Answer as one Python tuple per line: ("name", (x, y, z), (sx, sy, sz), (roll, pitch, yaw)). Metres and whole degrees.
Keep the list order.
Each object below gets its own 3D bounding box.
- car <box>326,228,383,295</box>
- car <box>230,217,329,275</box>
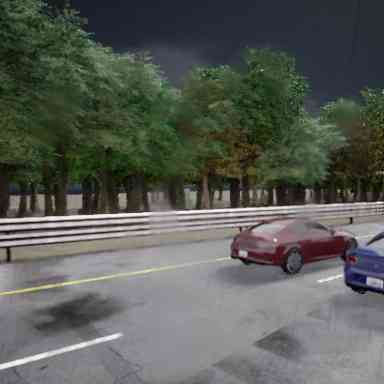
("car", (5.255, 1.498, 7.480), (4.674, 1.442, 1.812), (0, 0, -35))
("car", (3.263, 1.498, 10.359), (4.674, 1.442, 1.812), (0, 0, -35))
